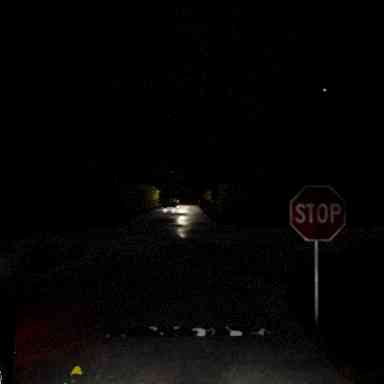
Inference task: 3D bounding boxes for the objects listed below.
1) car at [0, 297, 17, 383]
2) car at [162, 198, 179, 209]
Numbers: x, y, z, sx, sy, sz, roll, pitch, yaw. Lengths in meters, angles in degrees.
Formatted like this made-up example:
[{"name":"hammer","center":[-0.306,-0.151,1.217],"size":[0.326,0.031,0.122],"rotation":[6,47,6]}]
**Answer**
[{"name":"car","center":[-2.767,1.512,1.647],"size":[1.837,1.490,4.892],"rotation":[0,0,-1]},{"name":"car","center":[-3.377,1.836,49.905],"size":[1.994,1.385,4.181],"rotation":[0,-1,-1]}]
